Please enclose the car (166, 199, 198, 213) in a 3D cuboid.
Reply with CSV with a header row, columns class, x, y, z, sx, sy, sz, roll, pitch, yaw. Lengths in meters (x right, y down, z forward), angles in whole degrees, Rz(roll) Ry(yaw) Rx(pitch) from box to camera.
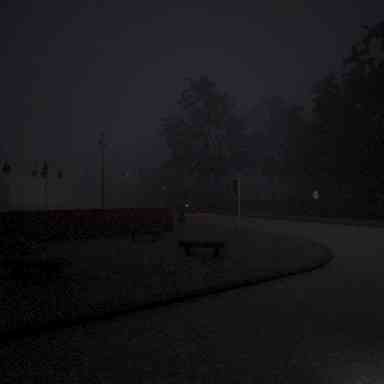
class,x,y,z,sx,sy,sz,roll,pitch,yaw
car,-1.150,1.526,35.698,1.812,1.442,4.674,0,0,-35
